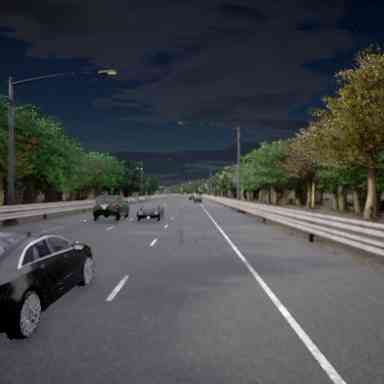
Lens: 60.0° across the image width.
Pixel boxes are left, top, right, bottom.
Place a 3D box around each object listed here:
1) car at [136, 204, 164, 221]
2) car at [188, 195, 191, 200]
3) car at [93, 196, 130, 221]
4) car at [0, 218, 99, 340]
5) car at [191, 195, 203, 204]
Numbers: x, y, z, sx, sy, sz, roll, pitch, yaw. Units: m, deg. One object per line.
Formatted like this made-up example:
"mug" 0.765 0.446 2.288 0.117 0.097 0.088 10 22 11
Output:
"car" -3.397 1.699 28.104 1.895 1.301 4.718 0 0 0
"car" 0.007 1.592 88.157 1.837 1.490 4.892 0 0 0
"car" -6.897 1.322 28.785 2.150 2.045 5.566 0 0 0
"car" -3.399 1.516 6.553 2.128 1.511 4.902 0 0 0
"car" 1.230 1.701 69.671 1.837 1.490 4.892 0 0 0
